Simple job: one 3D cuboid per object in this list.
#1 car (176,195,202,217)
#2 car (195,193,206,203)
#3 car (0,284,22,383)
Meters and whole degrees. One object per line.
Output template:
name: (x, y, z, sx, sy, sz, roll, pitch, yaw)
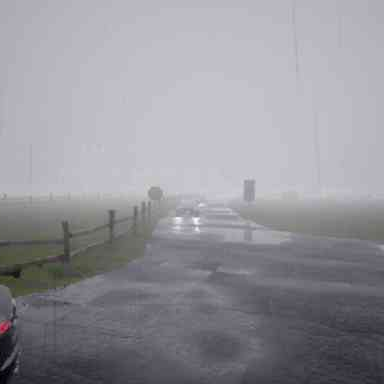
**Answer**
car: (-0.343, 1.257, 27.864, 1.812, 1.442, 4.674, 1, 1, 0)
car: (1.204, 0.978, 52.818, 2.128, 1.511, 4.902, 1, 1, 7)
car: (-3.946, 1.513, 3.130, 4.181, 1.385, 1.994, 0, 2, -28)
